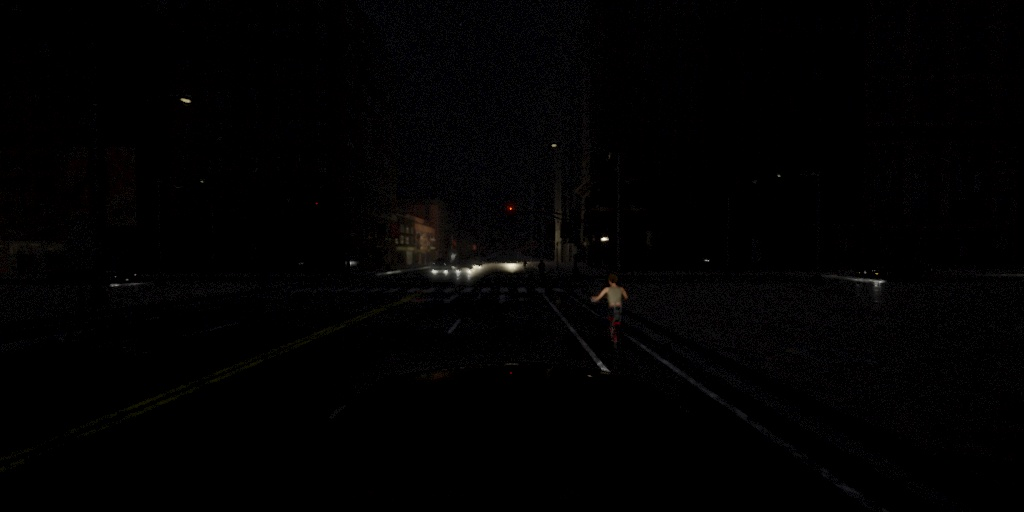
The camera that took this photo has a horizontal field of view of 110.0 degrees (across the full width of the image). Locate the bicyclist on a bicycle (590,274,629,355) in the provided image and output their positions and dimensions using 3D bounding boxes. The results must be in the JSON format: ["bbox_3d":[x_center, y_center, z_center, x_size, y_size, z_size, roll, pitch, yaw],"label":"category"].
[{"bbox_3d":[2.136,1.178,7.681,0.866,1.612,1.509,0,0,1],"label":"bicyclist on a bicycle"}]

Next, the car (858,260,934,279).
[{"bbox_3d":[30.801,1.062,28.825,4.892,1.490,1.837,0,1,0],"label":"car"}]

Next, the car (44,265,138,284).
[{"bbox_3d":[-31.410,1.390,26.795,5.357,1.411,2.033,0,1,0],"label":"car"}]

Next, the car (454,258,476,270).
[{"bbox_3d":[-6.590,1.240,50.515,1.812,1.442,4.674,0,0,0],"label":"car"}]

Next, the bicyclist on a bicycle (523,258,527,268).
[{"bbox_3d":[2.147,1.145,57.817,0.866,1.612,1.509,0,0,1],"label":"bicyclist on a bicycle"}]

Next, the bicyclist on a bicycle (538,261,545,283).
[{"bbox_3d":[2.224,1.164,26.665,0.582,1.620,1.656,0,0,0],"label":"bicyclist on a bicycle"}]

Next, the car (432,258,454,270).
[{"bbox_3d":[-9.838,1.066,50.571,2.097,1.767,4.553,0,0,0],"label":"car"}]
